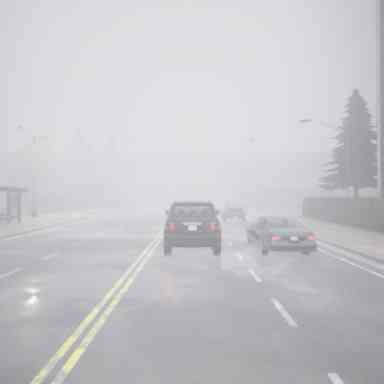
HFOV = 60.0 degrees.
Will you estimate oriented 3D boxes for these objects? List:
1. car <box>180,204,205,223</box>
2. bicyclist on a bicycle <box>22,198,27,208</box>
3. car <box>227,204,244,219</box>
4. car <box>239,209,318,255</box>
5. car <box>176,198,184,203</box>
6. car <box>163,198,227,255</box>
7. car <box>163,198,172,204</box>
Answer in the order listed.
[{"bbox_3d":[0.041,1.839,29.282,1.994,1.385,4.181,0,0,0],"label":"car"},{"bbox_3d":[-27.204,1.748,53.998,0.582,1.620,1.656,0,0,0],"label":"bicyclist on a bicycle"},{"bbox_3d":[3.547,1.783,29.308,1.837,1.490,4.892,0,0,1],"label":"car"},{"bbox_3d":[3.518,1.679,13.986,2.033,1.411,5.357,0,-1,0],"label":"car"},{"bbox_3d":[-3.387,2.410,91.844,1.994,1.385,4.181,0,-1,0],"label":"car"},{"bbox_3d":[0.018,1.349,14.030,2.150,2.045,5.566,0,0,0],"label":"car"},{"bbox_3d":[-6.887,2.386,92.158,2.128,1.511,4.902,0,-1,0],"label":"car"}]
